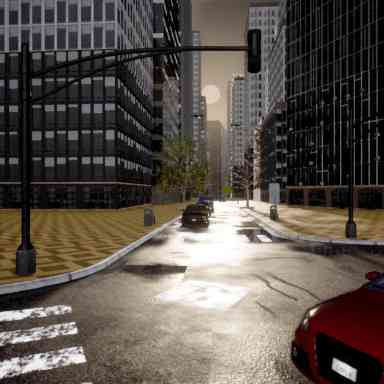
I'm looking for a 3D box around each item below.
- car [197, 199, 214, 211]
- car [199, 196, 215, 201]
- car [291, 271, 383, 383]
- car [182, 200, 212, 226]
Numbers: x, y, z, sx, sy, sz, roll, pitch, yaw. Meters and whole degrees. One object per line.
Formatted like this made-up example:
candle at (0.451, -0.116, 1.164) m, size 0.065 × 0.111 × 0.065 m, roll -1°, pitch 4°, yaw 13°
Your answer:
car at (1.116, 1.777, 35.356) m, size 1.812 × 1.442 × 4.674 m, roll 0°, pitch 0°, yaw 4°
car at (1.925, 1.554, 45.985) m, size 2.150 × 2.045 × 5.566 m, roll 0°, pitch 0°, yaw 4°
car at (3.321, 1.583, 4.159) m, size 4.181 × 1.385 × 1.994 m, roll 0°, pitch 0°, yaw -25°
car at (0.338, 1.654, 25.166) m, size 1.882 × 1.535 × 5.008 m, roll 0°, pitch 0°, yaw 4°
